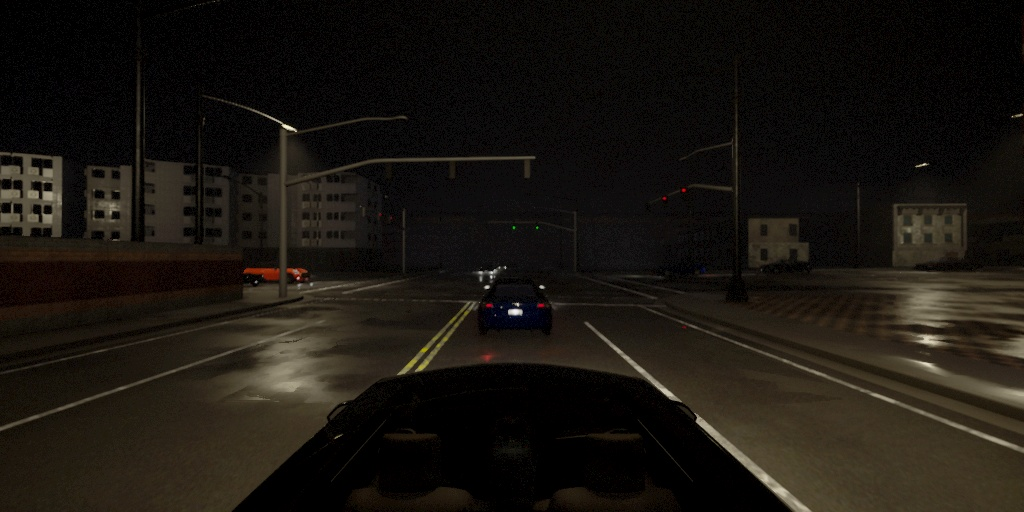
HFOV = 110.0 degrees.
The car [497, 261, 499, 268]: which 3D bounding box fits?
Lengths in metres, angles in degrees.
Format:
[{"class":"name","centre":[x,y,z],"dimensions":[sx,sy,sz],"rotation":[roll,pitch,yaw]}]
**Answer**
[{"class":"car","centre":[-3.649,1.637,62.724],"dimensions":[1.812,1.442,4.674],"rotation":[0,0,0]}]

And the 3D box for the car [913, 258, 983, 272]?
[{"class":"car","centre":[45.086,0.916,37.128],"dimensions":[5.357,1.411,2.033],"rotation":[-1,0,1]}]

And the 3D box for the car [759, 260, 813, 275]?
[{"class":"car","centre":[28.568,1.155,37.469],"dimensions":[4.902,1.511,2.128],"rotation":[-1,0,1]}]

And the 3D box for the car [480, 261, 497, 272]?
[{"class":"car","centre":[-3.658,1.561,53.355],"dimensions":[1.837,1.490,4.892],"rotation":[0,0,0]}]

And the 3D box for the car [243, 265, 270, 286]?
[{"class":"car","centre":[-19.881,1.488,24.805],"dimensions":[4.718,1.301,1.895],"rotation":[0,0,1]}]

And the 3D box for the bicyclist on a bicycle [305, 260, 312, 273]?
[{"class":"bicyclist on a bicycle","centre":[-25.487,1.307,44.907],"dimensions":[0.582,1.620,1.656],"rotation":[0,0,0]}]

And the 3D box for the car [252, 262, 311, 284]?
[{"class":"car","centre":[-18.417,1.260,28.253],"dimensions":[4.553,1.767,2.097],"rotation":[0,0,0]}]

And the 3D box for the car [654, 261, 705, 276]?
[{"class":"car","centre":[17.518,1.308,37.660],"dimensions":[5.008,1.535,1.882],"rotation":[-1,0,0]}]

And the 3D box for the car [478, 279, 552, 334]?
[{"class":"car","centre":[0.078,1.369,10.884],"dimensions":[1.994,1.385,4.181],"rotation":[0,0,0]}]
